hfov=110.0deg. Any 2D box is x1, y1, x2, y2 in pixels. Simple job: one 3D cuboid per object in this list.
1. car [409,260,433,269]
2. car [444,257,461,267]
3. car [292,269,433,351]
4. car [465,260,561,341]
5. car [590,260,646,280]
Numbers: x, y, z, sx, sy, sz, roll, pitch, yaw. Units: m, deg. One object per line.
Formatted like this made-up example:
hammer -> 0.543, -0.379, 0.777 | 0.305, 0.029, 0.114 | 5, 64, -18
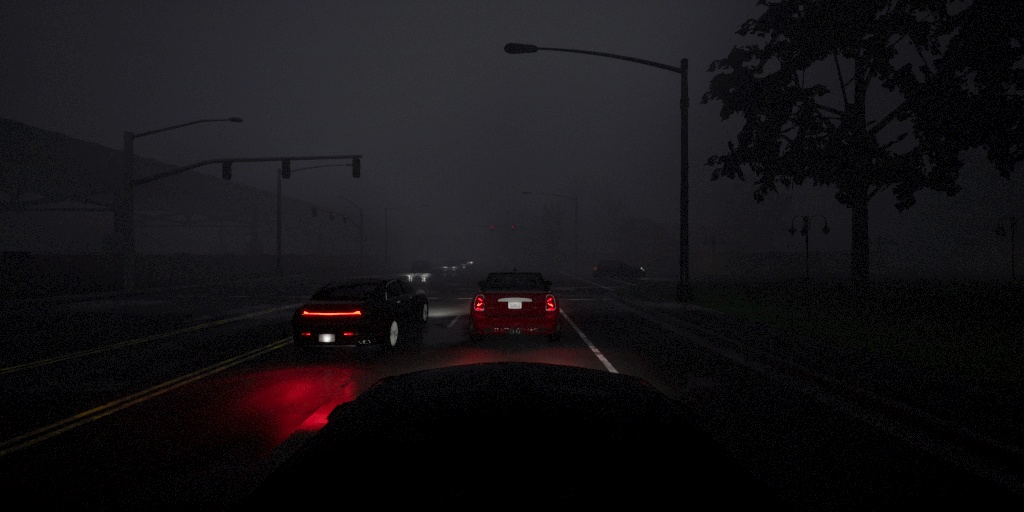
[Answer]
car -> -10.621, 1.230, 42.102 | 1.837, 1.490, 4.892 | 0, 0, 0
car -> -10.598, 1.083, 62.314 | 1.812, 1.442, 4.674 | 0, 1, 0
car -> -3.421, 1.255, 8.997 | 1.837, 1.490, 4.892 | 0, 0, -1
car -> 0.075, 1.102, 9.990 | 2.097, 1.767, 4.553 | 0, 0, 0
car -> 9.155, 1.106, 31.094 | 4.553, 1.767, 2.097 | 0, 0, 2
